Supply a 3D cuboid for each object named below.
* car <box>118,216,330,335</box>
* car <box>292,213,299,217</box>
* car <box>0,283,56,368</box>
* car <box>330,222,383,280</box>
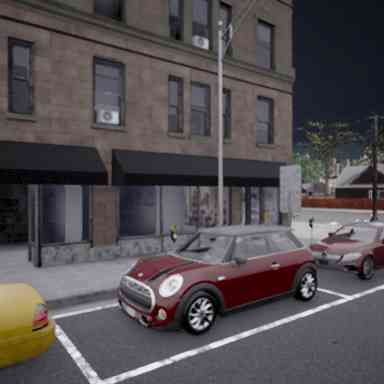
[{"bbox_3d":[0.618,1.436,6.630,4.097,1.590,1.967,0,0,-36],"label":"car"},{"bbox_3d":[7.134,1.586,29.456,2.128,1.511,4.902,0,0,-35],"label":"car"},{"bbox_3d":[-4.013,1.527,3.326,4.829,1.417,1.752,0,0,-36],"label":"car"},{"bbox_3d":[5.112,1.573,9.835,4.206,1.307,1.802,0,0,-36],"label":"car"}]
